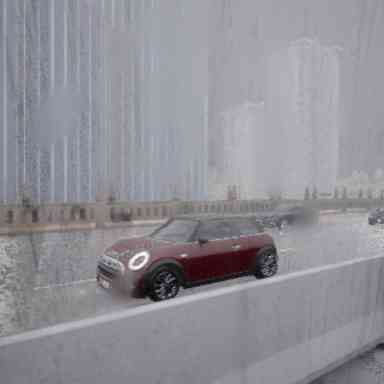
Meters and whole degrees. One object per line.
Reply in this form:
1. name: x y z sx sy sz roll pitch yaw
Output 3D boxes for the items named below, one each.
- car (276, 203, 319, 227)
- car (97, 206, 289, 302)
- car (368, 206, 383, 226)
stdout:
1. car: 6.082 1.504 21.219 4.892 1.490 1.837 0 0 -35
2. car: 0.022 1.351 8.305 4.553 1.767 2.097 0 0 -35
3. car: 13.721 1.525 22.365 4.674 1.442 1.812 0 0 -35
